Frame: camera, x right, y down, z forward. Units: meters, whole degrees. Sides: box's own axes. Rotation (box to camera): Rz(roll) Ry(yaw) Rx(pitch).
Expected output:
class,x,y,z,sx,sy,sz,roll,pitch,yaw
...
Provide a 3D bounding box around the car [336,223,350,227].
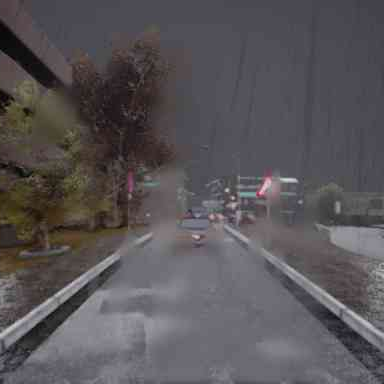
class,x,y,z,sx,sy,sz,roll,pitch,yaw
car,28.498,7.388,67.458,1.946,1.575,5.366,8,-6,-29

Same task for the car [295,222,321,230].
class,x,y,z,sx,sy,sz,roll,pitch,yaw
car,22.645,6.811,66.309,2.002,1.452,4.674,8,-6,-29

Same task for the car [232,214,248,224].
class,x,y,z,sx,sy,sz,roll,pitch,yaw
car,7.843,5.109,63.733,2.185,1.767,4.553,7,-6,-30

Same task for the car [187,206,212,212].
class,x,y,z,sx,sy,sz,roll,pitch,yaw
car,0.621,2.373,31.073,2.150,2.045,5.566,0,-4,2

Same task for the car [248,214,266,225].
class,x,y,z,sx,sy,sz,roll,pitch,yaw
car,10.841,5.296,64.285,2.435,2.045,5.566,8,-6,-30

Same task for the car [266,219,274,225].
class,x,y,z,sx,sy,sz,roll,pitch,yaw
car,13.674,5.858,64.965,1.946,1.575,5.366,8,-6,-30

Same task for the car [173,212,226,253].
class,x,y,z,sx,sy,sz,roll,pitch,yaw
car,0.162,1.815,14.875,2.033,1.411,5.357,0,-2,1

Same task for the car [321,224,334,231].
class,x,y,z,sx,sy,sz,roll,pitch,yaw
car,25.616,7.118,66.812,2.002,1.452,4.674,8,-6,-29

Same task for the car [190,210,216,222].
class,x,y,z,sx,sy,sz,roll,pitch,yaw
car,1.991,4.529,62.665,2.435,2.045,5.566,3,-5,-30

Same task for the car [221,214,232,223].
class,x,y,z,sx,sy,sz,roll,pitch,yaw
car,4.871,4.841,63.243,2.185,1.767,4.553,5,-6,-31
